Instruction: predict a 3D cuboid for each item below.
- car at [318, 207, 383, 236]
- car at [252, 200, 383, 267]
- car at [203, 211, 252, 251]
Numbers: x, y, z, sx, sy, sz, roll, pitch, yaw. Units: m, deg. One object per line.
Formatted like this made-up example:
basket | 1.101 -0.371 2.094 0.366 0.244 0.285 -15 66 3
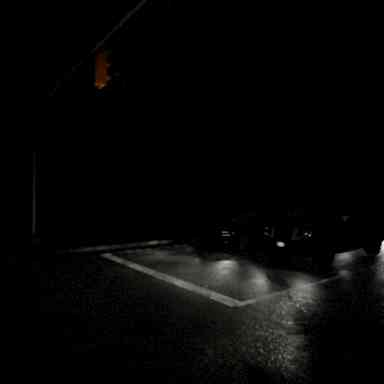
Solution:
car | 10.392 1.760 21.084 5.357 1.411 2.033 1 -1 -39
car | 5.034 1.338 12.313 5.566 2.045 2.150 1 0 -37
car | 2.718 1.597 14.944 5.008 1.535 1.882 1 -1 -38
